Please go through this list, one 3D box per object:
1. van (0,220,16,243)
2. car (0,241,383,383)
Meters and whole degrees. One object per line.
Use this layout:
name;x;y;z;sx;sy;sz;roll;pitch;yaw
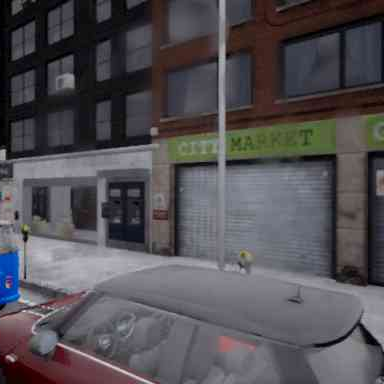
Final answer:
van;-4.954;1.309;6.345;3.998;1.788;1.690;0;0;35
car;-0.331;1.432;3.048;4.097;1.590;1.967;0;0;36
